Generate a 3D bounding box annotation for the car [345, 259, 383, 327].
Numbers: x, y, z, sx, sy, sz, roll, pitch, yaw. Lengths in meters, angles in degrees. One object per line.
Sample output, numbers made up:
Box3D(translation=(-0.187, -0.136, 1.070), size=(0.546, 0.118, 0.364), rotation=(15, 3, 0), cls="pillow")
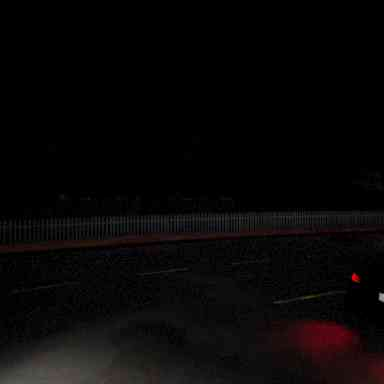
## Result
Box3D(translation=(4.758, 1.564, 5.749), size=(4.181, 1.385, 1.994), rotation=(0, 0, -24), cls="car")
